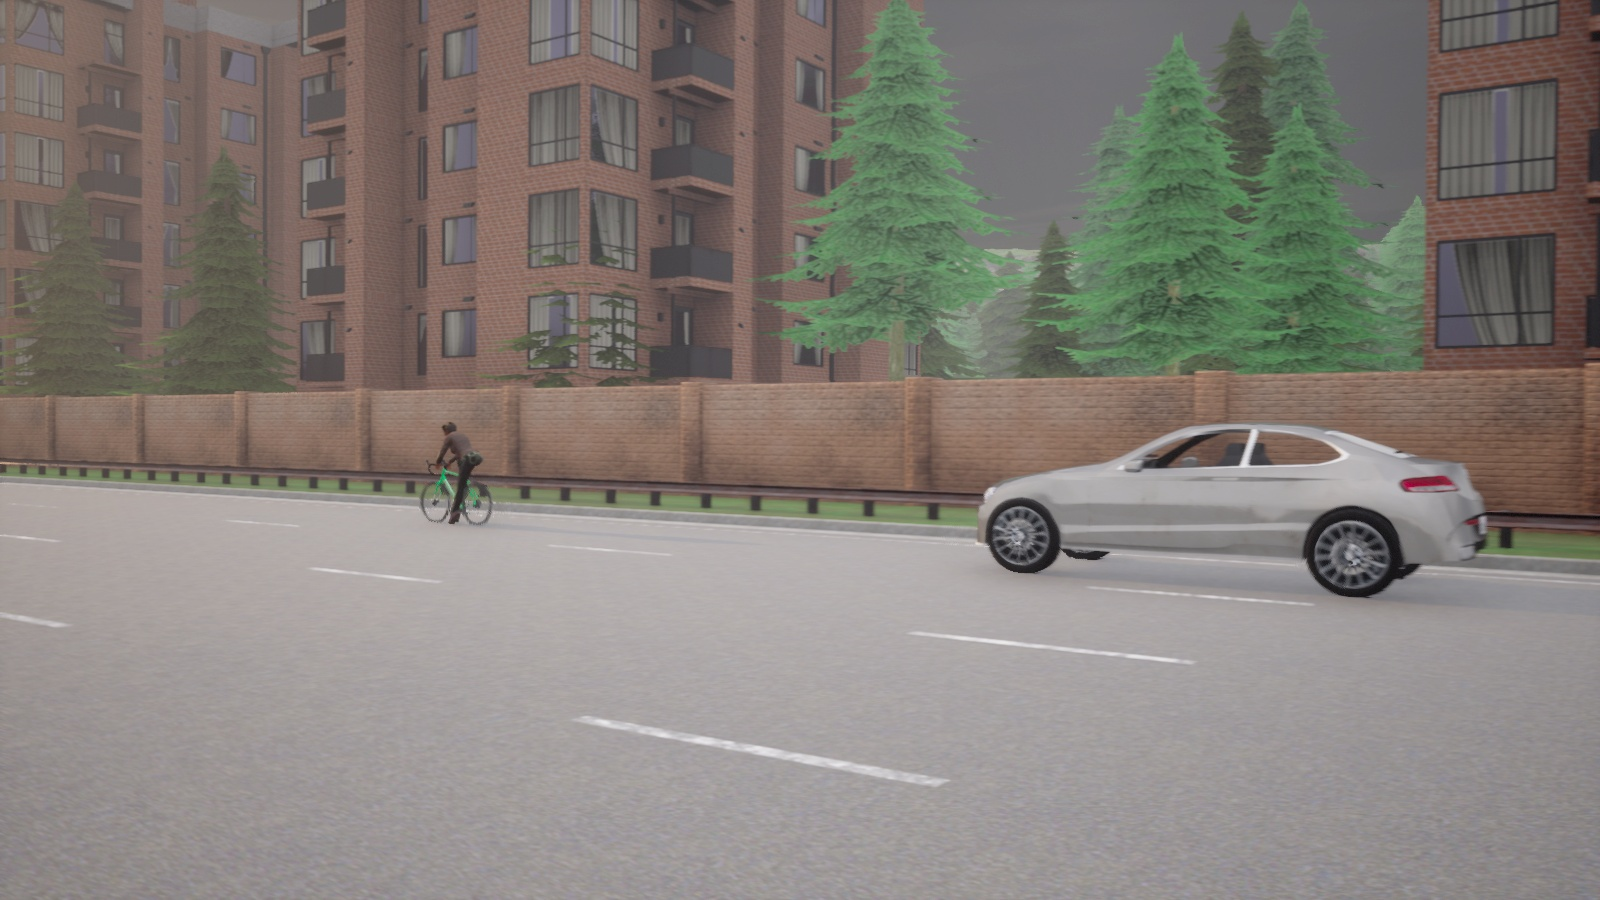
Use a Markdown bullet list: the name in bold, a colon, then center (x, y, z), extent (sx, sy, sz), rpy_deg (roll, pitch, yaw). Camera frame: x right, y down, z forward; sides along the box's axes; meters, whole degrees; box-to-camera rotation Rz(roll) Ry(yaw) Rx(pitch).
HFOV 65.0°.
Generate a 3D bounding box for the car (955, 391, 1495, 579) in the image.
- **car**: center (4.394, 0.293, 13.305), extent (5.027, 1.651, 2.152), rpy_deg (0, 1, 34)

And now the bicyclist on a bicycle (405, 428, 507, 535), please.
- **bicyclist on a bicycle**: center (-5.440, 0.484, 19.842), extent (1.656, 1.620, 0.582), rpy_deg (-1, 1, 34)
